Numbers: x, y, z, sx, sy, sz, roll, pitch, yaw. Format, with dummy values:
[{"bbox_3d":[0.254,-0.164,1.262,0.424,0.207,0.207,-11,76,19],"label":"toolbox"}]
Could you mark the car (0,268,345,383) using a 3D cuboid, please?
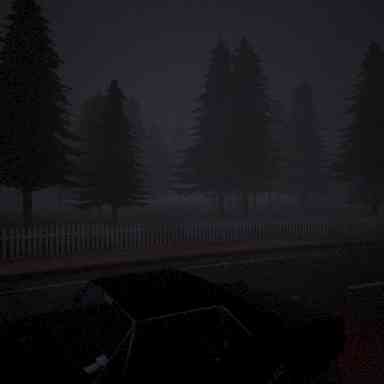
[{"bbox_3d":[-0.699,1.599,3.312,4.718,1.301,1.895,0,0,-32],"label":"car"}]
